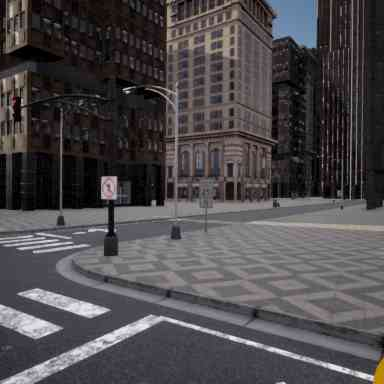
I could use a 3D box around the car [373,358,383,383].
[{"bbox_3d":[3.469,1.478,1.219,5.008,1.535,1.882,0,0,35],"label":"car"}]
